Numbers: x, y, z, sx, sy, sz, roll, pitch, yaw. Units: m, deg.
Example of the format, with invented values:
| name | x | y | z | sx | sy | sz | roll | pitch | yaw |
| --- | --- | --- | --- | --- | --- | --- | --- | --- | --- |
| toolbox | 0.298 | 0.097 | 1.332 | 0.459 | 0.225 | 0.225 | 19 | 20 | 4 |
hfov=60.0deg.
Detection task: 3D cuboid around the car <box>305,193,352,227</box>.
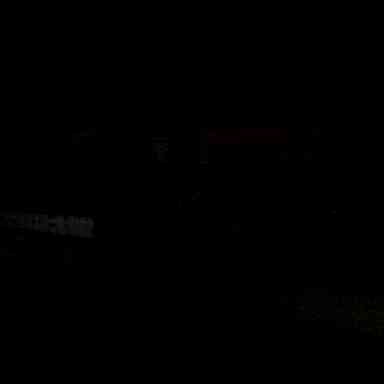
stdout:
| name | x | y | z | sx | sy | sz | roll | pitch | yaw |
| --- | --- | --- | --- | --- | --- | --- | --- | --- | --- |
| car | 8.113 | 1.009 | 19.530 | 1.905 | 1.878 | 3.866 | 0 | 0 | 36 |
